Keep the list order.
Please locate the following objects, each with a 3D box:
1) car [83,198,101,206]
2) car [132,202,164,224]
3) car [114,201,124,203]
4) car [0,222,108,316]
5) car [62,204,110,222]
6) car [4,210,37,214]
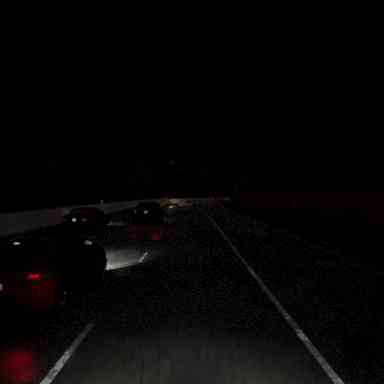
[{"bbox_3d":[-20.787,2.071,69.253,2.033,1.411,5.357,0,0,2],"label":"car"},{"bbox_3d":[-3.399,1.557,26.615,2.097,1.767,4.553,0,0,0],"label":"car"},{"bbox_3d":[-13.823,2.060,68.433,2.033,1.411,5.357,0,0,2],"label":"car"},{"bbox_3d":[-3.407,1.625,7.745,1.994,1.385,4.181,0,0,0],"label":"car"},{"bbox_3d":[-6.902,1.717,21.990,2.033,1.411,5.357,0,0,0],"label":"car"},{"bbox_3d":[-14.091,1.774,27.205,1.994,1.385,4.181,0,0,0],"label":"car"}]
